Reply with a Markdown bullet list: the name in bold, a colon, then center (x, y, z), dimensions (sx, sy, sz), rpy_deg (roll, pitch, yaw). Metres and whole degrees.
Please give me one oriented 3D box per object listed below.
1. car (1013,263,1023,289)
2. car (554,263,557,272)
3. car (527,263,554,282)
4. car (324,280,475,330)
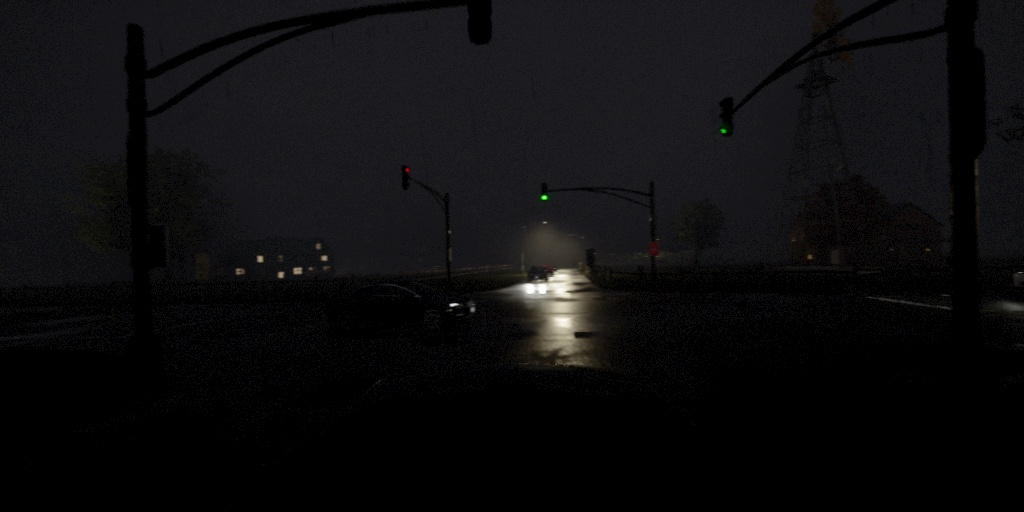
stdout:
- **car**: center (20.776, 0.408, 11.840), dimensions (5.566, 2.045, 2.150), rpy_deg (-2, 0, 9)
- **car**: center (4.574, 1.809, 47.271), dimensions (1.882, 1.535, 5.008), rpy_deg (-1, -1, 9)
- **car**: center (2.565, 1.667, 34.124), dimensions (2.128, 1.511, 4.902), rpy_deg (-1, -1, 9)
- **car**: center (-3.715, 1.557, 11.988), dimensions (4.902, 1.511, 2.128), rpy_deg (-2, 0, 9)
